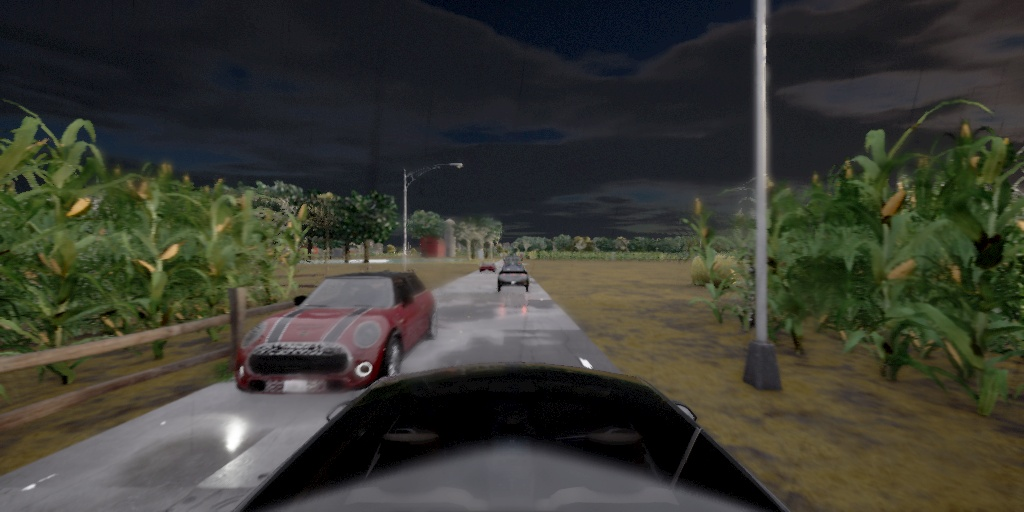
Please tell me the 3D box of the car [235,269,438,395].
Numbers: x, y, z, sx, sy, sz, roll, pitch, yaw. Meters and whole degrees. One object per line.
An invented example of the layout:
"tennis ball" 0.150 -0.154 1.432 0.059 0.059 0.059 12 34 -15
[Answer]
"car" -2.845 1.101 6.919 2.097 1.767 4.553 0 0 -1

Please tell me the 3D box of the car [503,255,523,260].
"car" 0.092 0.945 43.068 2.150 2.045 5.566 0 0 0

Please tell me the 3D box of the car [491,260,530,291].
"car" 0.079 1.239 21.931 2.128 1.511 4.902 0 0 0

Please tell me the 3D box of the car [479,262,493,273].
"car" -2.845 1.325 42.372 1.895 1.301 4.718 0 0 0
